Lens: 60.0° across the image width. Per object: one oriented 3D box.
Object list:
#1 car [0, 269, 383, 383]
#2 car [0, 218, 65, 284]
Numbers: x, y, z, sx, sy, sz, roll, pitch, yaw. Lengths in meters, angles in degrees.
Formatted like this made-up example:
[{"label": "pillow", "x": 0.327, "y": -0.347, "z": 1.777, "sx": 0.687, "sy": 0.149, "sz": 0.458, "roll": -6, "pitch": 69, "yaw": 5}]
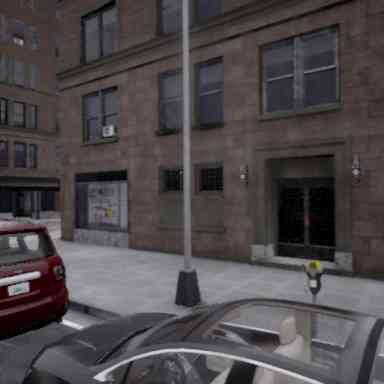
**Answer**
[{"label": "car", "x": 0.438, "y": 1.560, "z": 2.501, "sx": 4.403, "sy": 1.369, "sz": 2.008, "roll": -1, "pitch": 0, "yaw": 35}, {"label": "car", "x": -4.232, "y": 1.382, "z": 5.741, "sx": 5.009, "sy": 1.841, "sz": 2.192, "roll": -1, "pitch": 0, "yaw": 35}]
